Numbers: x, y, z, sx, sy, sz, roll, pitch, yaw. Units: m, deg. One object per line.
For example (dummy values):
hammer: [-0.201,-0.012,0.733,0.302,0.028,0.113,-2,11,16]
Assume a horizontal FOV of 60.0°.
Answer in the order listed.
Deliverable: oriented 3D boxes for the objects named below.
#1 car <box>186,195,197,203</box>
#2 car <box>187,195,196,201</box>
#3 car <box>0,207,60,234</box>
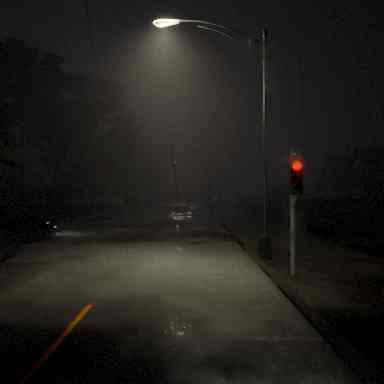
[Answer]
car: [-0.072,1.526,67.460,1.812,1.442,4.674,0,0,0]
car: [-0.083,1.427,77.493,1.895,1.301,4.718,0,0,0]
car: [-10.279,1.547,18.368,5.357,1.411,2.033,0,0,-4]
